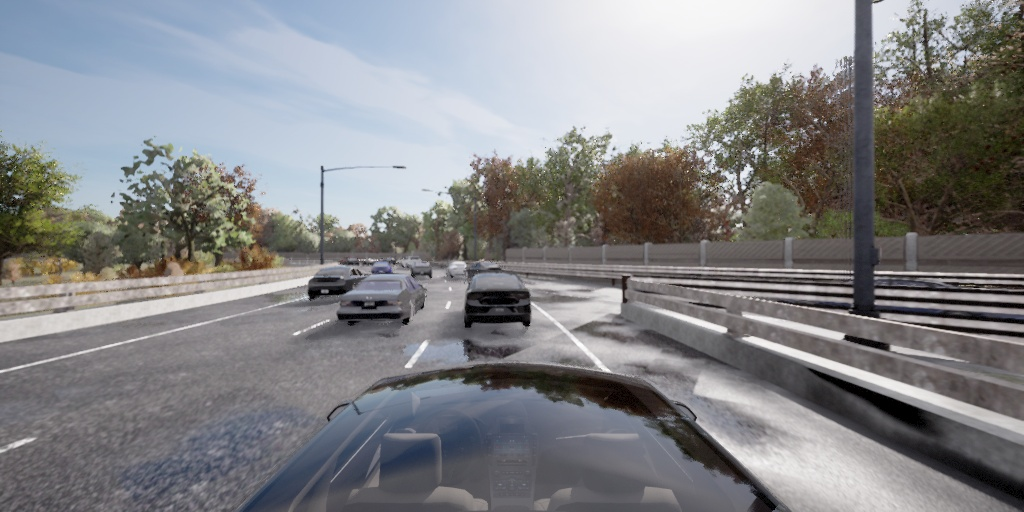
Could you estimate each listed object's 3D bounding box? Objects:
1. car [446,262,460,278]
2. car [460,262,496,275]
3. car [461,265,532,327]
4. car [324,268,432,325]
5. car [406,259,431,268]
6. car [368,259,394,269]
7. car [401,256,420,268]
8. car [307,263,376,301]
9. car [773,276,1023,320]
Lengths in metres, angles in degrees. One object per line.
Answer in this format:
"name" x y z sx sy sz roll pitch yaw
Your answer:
"car" -5.209 1.314 34.538 1.812 1.442 4.674 0 0 -17
"car" -2.491 1.308 30.666 1.837 1.490 4.892 -1 0 -28
"car" -0.551 1.239 11.698 1.882 1.535 5.008 0 0 -5
"car" -4.040 1.311 11.960 2.033 1.411 5.357 0 0 -6
"car" -8.587 1.281 33.648 2.128 1.511 4.902 0 0 -17
"car" -12.675 1.319 34.906 1.812 1.442 4.674 0 0 -18
"car" -17.112 1.043 60.618 2.150 2.045 5.566 0 0 -32
"car" -8.401 1.277 17.762 1.837 1.490 4.892 0 0 -9
"car" 10.990 1.312 10.624 2.033 1.411 5.357 0 0 -45
